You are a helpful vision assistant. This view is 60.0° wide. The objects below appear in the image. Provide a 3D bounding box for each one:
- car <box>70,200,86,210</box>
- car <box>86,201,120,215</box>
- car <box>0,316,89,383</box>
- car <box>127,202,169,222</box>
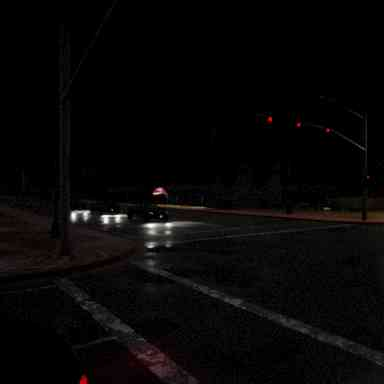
[{"bbox_3d":[-14.864,1.600,42.216,1.895,1.301,4.718,0,0,-35],"label":"car"},{"bbox_3d":[-8.863,1.563,33.770,1.994,1.385,4.181,0,0,-35],"label":"car"},{"bbox_3d":[-2.751,1.564,1.898,4.181,1.385,1.994,0,0,-35],"label":"car"},{"bbox_3d":[-3.637,1.525,26.450,1.812,1.442,4.674,0,0,-36],"label":"car"}]
